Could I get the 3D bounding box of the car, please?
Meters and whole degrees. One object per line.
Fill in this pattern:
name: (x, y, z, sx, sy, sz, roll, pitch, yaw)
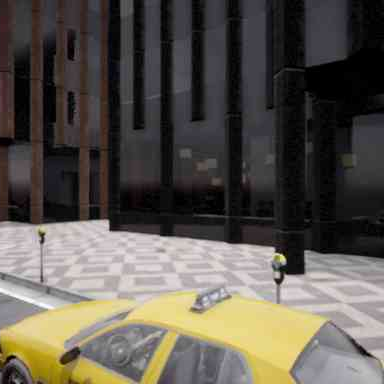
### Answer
car: (-0.053, 1.523, 3.002, 4.829, 1.417, 1.752, 0, 0, 35)
